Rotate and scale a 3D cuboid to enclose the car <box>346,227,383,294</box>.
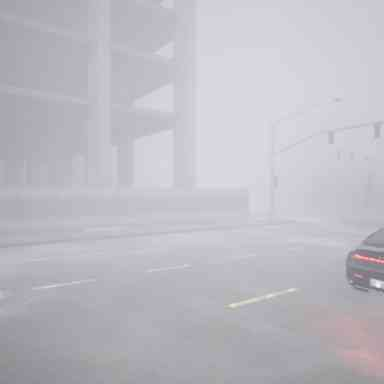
[{"bbox_3d":[5.533,1.518,7.748,4.892,1.490,1.837,0,0,-35],"label":"car"}]
